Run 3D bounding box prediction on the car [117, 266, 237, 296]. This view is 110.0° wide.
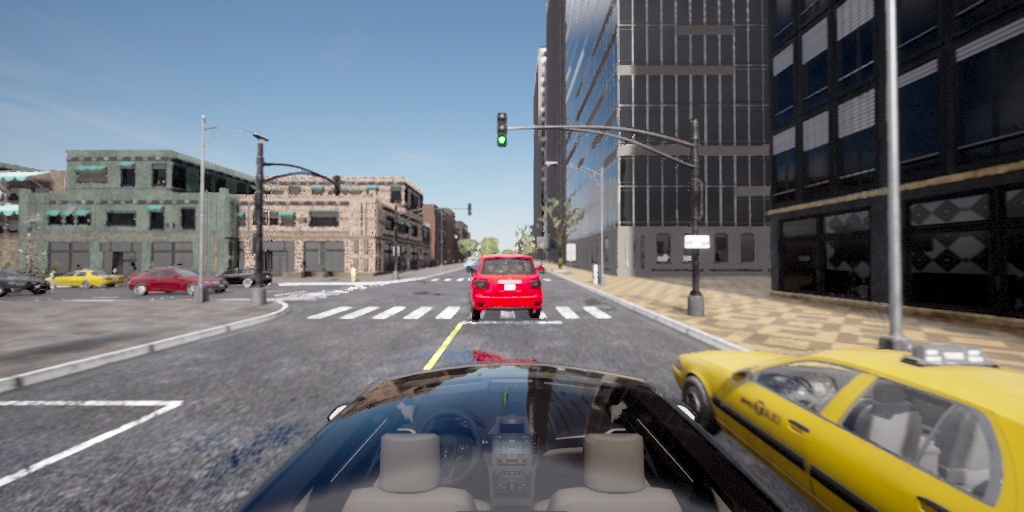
[{"bbox_3d":[-18.260,1.392,19.713,4.674,1.442,1.812,-1,-1,1],"label":"car"}]

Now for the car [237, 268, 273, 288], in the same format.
[{"bbox_3d":[-19.410,1.527,25.514,4.313,1.339,1.948,0,0,1],"label":"car"}]

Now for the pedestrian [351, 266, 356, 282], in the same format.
[{"bbox_3d":[-12.542,1.360,28.378,0.375,1.300,0.375,0,0,1],"label":"pedestrian"}]

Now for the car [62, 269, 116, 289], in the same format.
[{"bbox_3d":[-30.675,1.592,25.658,4.829,1.417,1.751,0,0,1],"label":"car"}]

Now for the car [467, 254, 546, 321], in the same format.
[{"bbox_3d":[-0.405,0.961,12.726,2.150,2.045,5.566,0,0,-7],"label":"car"}]

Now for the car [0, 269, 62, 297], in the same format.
[{"bbox_3d":[-28.665,1.470,19.852,4.892,1.490,1.837,-1,-1,1],"label":"car"}]

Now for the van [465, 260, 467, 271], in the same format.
[{"bbox_3d":[-5.687,1.042,51.472,1.690,1.789,3.998,0,0,0],"label":"van"}]

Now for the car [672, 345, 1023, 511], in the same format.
[{"bbox_3d":[2.829,1.275,2.610,1.751,1.417,4.829,0,0,0],"label":"car"}]
